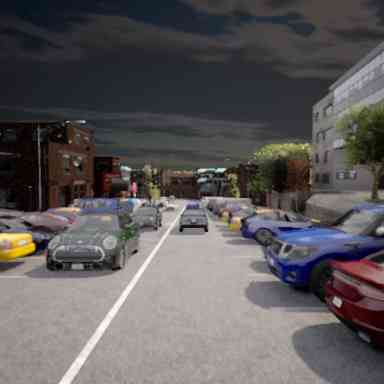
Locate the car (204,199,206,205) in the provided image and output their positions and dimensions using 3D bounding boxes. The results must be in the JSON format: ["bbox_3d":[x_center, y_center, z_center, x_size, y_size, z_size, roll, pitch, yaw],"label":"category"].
[{"bbox_3d":[4.698,2.177,52.454,4.792,1.488,2.163,0,-1,0],"label":"car"}]

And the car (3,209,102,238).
[{"bbox_3d":[-7.670,1.720,18.664,4.674,1.452,2.002,0,-1,0],"label":"car"}]

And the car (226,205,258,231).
[{"bbox_3d":[4.843,1.682,18.932,5.366,1.575,1.946,0,-1,0],"label":"car"}]

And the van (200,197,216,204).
[{"bbox_3d":[4.569,2.494,94.353,4.442,1.987,1.878,0,0,0],"label":"van"}]

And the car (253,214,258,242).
[{"bbox_3d":[4.625,1.599,10.551,4.792,1.488,2.163,0,-1,0],"label":"car"}]

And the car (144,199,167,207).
[{"bbox_3d":[-7.622,2.266,70.288,4.553,1.767,2.185,0,-1,0],"label":"car"}]

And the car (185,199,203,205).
[{"bbox_3d":[0.116,2.042,44.989,1.882,1.535,5.008,0,-1,0],"label":"car"}]

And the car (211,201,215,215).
[{"bbox_3d":[4.657,1.879,32.898,4.892,1.521,2.231,0,-1,0],"label":"car"}]

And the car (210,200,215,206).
[{"bbox_3d":[4.670,1.917,35.692,4.892,1.521,2.231,0,-1,0],"label":"car"}]

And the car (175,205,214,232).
[{"bbox_3d":[0.109,1.797,22.241,2.033,1.411,5.357,0,-1,0],"label":"car"}]

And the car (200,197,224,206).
[{"bbox_3d":[4.651,2.243,77.596,5.566,2.045,2.435,0,-1,0],"label":"car"}]

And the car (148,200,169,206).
[{"bbox_3d":[-7.648,2.515,76.286,4.674,1.452,2.002,0,-1,0],"label":"car"}]

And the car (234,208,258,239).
[{"bbox_3d":[4.686,1.676,16.138,4.792,1.488,2.163,0,-1,0],"label":"car"}]

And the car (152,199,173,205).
[{"bbox_3d":[-7.832,2.634,88.039,5.366,1.575,1.946,0,-1,0],"label":"car"}]

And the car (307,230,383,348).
[{"bbox_3d":[4.652,1.497,5.024,5.008,1.535,2.097,0,-1,0],"label":"car"}]

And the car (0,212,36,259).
[{"bbox_3d":[-7.646,1.634,13.209,4.792,1.488,2.163,0,-1,0],"label":"car"}]

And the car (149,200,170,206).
[{"bbox_3d":[-7.679,2.545,79.225,4.792,1.488,2.163,0,-1,0],"label":"car"}]

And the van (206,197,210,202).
[{"bbox_3d":[4.786,1.883,49.662,4.442,1.987,1.878,0,-1,0],"label":"van"}]

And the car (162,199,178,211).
[{"bbox_3d":[-3.006,2.162,50.283,1.812,1.442,4.674,0,-1,1],"label":"car"}]

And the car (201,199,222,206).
[{"bbox_3d":[4.674,2.533,80.387,5.008,1.535,2.097,0,-1,0],"label":"car"}]

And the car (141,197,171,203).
[{"bbox_3d":[-7.683,2.102,67.477,5.566,2.045,2.435,0,-1,0],"label":"car"}]

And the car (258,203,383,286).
[{"bbox_3d":[4.625,1.279,7.762,5.566,2.045,2.435,0,-1,0],"label":"car"}]

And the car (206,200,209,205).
[{"bbox_3d":[4.661,1.995,41.404,5.008,1.535,2.097,0,-1,0],"label":"car"}]

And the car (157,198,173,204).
[{"bbox_3d":[-7.614,2.588,93.921,4.553,1.767,2.185,0,-1,0],"label":"car"}]

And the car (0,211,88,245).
[{"bbox_3d":[-7.670,1.683,15.998,4.674,1.452,2.002,0,-1,0],"label":"car"}]

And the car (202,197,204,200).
[{"bbox_3d":[4.700,1.973,58.044,5.566,2.045,2.435,0,-1,0],"label":"car"}]

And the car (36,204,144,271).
[{"bbox_3d":[-3.087,1.449,11.229,2.097,1.767,4.553,0,-1,0],"label":"car"}]

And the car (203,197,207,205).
[{"bbox_3d":[4.640,2.061,55.247,4.553,1.767,2.185,0,-1,0],"label":"car"}]

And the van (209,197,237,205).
[{"bbox_3d":[4.548,1.729,38.489,4.442,1.987,1.878,0,-1,0],"label":"van"}]

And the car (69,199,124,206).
[{"bbox_3d":[-7.699,1.505,24.250,5.566,2.045,2.435,0,-1,0],"label":"car"}]

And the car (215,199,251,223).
[{"bbox_3d":[4.630,1.714,30.109,4.553,1.767,2.185,0,-1,0],"label":"car"}]

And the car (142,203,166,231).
[{"bbox_3d":[-3.057,1.762,22.752,1.837,1.490,4.892,0,-1,0],"label":"car"}]

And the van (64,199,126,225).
[{"bbox_3d":[-7.786,1.569,27.040,4.442,1.987,1.878,0,-1,0],"label":"van"}]
